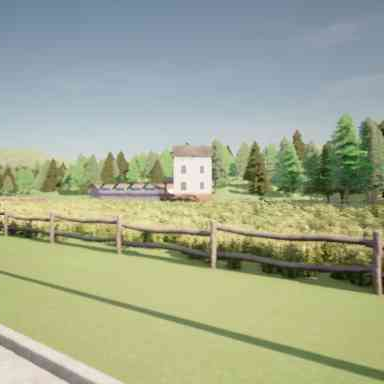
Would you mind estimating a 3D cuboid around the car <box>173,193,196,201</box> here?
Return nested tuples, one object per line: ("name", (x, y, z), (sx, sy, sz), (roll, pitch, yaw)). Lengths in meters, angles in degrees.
("car", (-1.456, 1.200, 67.084), (4.605, 1.855, 1.932), (0, 0, 35))
